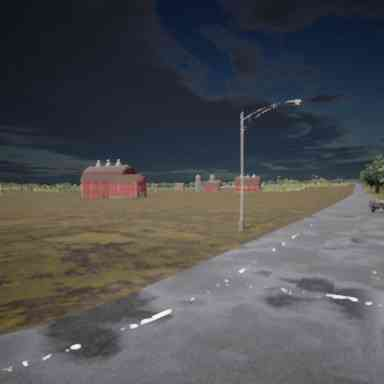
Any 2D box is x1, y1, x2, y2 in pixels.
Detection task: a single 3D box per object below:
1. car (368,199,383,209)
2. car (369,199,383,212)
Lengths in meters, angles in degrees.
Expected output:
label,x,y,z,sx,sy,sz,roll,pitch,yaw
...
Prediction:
label,x,y,z,sx,sy,sz,roll,pitch,yaw
car,28.943,1.830,52.392,2.033,1.411,5.357,0,0,27
car,23.651,1.776,41.889,1.837,1.490,4.892,0,0,26
